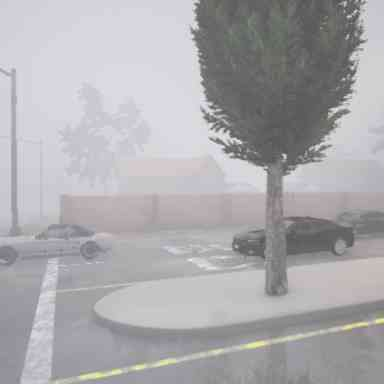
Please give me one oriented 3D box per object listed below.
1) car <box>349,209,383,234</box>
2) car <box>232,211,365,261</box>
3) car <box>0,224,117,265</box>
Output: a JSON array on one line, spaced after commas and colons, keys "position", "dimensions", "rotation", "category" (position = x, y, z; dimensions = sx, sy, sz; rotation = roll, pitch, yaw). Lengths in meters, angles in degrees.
[{"position": [9.381, 1.746, 18.718], "dimensions": [4.892, 1.490, 1.837], "rotation": [-1, -1, -20], "category": "car"}, {"position": [3.966, 1.691, 12.986], "dimensions": [5.008, 1.535, 1.882], "rotation": [-1, -1, -20], "category": "car"}, {"position": [-5.507, 1.979, 13.207], "dimensions": [4.718, 1.301, 1.895], "rotation": [-1, -1, -20], "category": "car"}]
